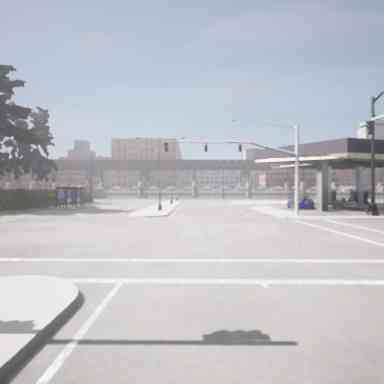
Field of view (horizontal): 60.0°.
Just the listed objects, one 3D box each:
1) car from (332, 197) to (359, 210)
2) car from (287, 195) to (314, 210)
[{"bbox_3d":[18.922,1.411,41.230,1.970,1.475,3.806,0,0,0],"label":"car"},{"bbox_3d":[13.177,1.251,40.463,2.242,1.667,4.611,0,0,0],"label":"car"}]
